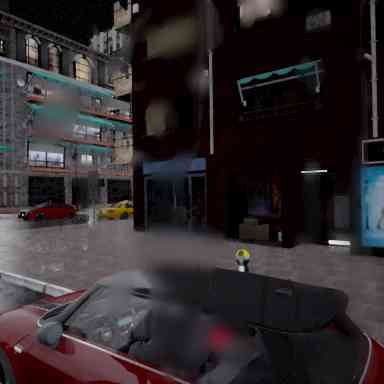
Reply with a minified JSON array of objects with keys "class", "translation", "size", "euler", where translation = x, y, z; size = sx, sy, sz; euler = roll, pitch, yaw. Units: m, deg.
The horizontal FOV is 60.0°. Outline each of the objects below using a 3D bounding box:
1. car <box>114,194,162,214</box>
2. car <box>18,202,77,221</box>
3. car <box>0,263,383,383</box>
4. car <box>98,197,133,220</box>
[{"class":"car","translation":[-5.339,1.152,33.360],"size":[2.097,1.767,4.553],"euler":[-1,0,37]},{"class":"car","translation":[-11.040,1.450,25.620],"size":[1.994,1.385,4.181],"euler":[-1,0,36]},{"class":"car","translation":[-0.356,1.441,3.206],"size":[4.097,1.590,1.967],"euler":[0,-1,36]},{"class":"car","translation":[-4.618,1.282,24.563],"size":[1.752,1.417,4.829],"euler":[-1,0,36]}]
